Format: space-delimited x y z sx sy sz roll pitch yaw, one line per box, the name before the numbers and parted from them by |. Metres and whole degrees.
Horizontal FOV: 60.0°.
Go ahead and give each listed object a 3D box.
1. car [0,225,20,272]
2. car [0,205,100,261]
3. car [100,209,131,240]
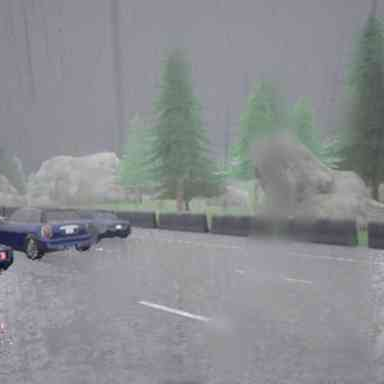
car | -6.804 1.579 8.844 4.718 1.301 1.895 0 0 35
car | -5.866 1.327 12.474 4.553 1.767 2.097 0 0 35
car | -4.928 1.536 16.103 4.181 1.385 1.994 0 0 35
